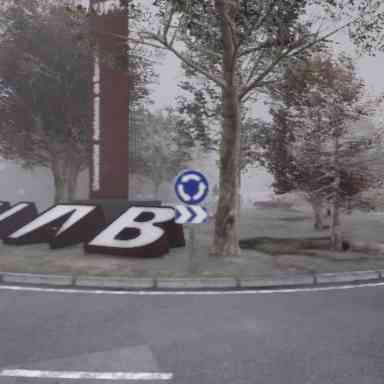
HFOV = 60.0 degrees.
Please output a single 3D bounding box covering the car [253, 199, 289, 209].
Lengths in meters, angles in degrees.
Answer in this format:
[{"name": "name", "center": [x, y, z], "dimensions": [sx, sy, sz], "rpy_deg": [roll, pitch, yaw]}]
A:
[{"name": "car", "center": [9.976, 1.440, 40.831], "dimensions": [4.718, 1.301, 1.895], "rpy_deg": [0, 0, 37]}]
